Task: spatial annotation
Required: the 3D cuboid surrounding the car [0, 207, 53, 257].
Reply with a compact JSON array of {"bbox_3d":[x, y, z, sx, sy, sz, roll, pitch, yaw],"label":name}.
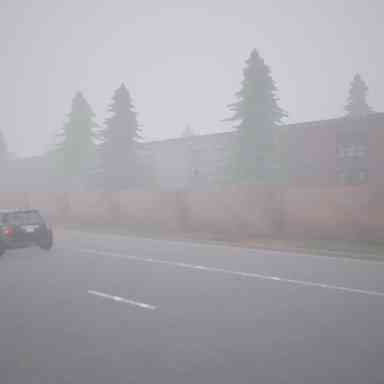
[{"bbox_3d":[-7.806,1.481,13.742,4.553,1.767,2.097,-1,-1,36],"label":"car"}]
